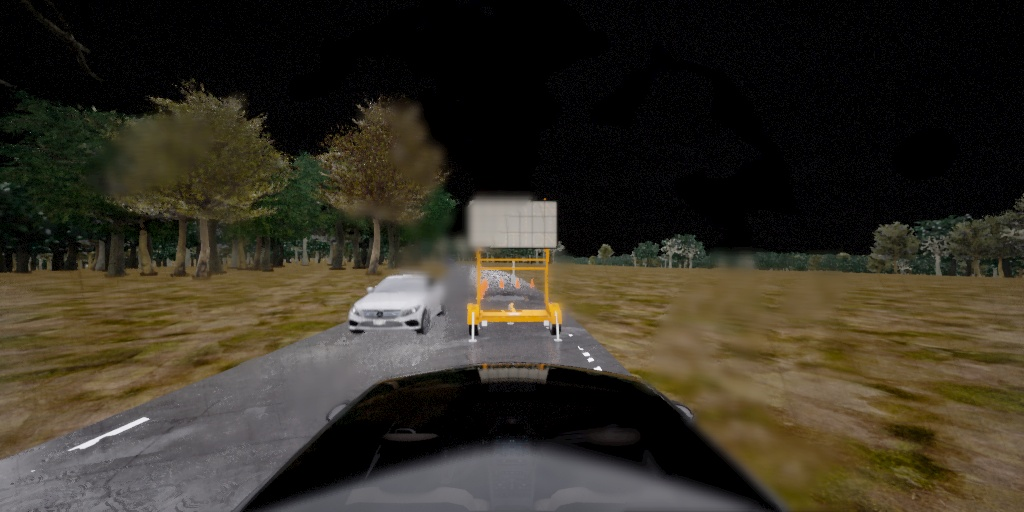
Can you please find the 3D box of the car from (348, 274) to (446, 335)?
[{"bbox_3d":[-3.119,1.272,10.642,1.812,1.442,4.674,0,0,-1],"label":"car"}]

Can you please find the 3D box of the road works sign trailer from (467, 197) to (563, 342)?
[{"bbox_3d":[0.041,0.214,9.789,2.380,3.560,2.880,0,0,-2],"label":"road works sign trailer"}]
